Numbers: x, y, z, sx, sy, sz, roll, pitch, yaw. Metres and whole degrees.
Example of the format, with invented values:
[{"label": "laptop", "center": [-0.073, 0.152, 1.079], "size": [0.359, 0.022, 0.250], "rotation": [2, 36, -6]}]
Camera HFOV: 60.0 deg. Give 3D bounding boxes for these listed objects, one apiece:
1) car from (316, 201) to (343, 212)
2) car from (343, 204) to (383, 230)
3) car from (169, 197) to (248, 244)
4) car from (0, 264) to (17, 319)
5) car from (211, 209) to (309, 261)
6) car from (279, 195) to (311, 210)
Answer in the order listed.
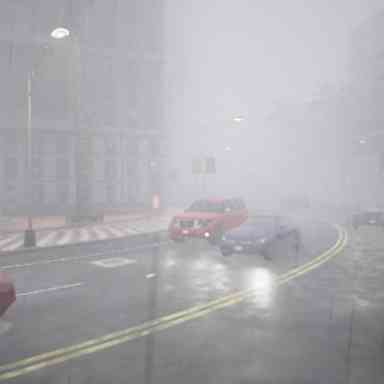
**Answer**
[{"label": "car", "center": [16.802, 1.686, 40.023], "size": [1.895, 1.301, 4.718], "rotation": [0, 0, -4]}, {"label": "car", "center": [11.246, 1.554, 21.556], "size": [1.812, 1.442, 4.674], "rotation": [0, 0, 19]}, {"label": "car", "center": [1.091, 1.307, 16.399], "size": [2.150, 2.045, 5.566], "rotation": [-1, 0, 30]}, {"label": "car", "center": [-5.289, 1.679, 4.791], "size": [4.718, 1.301, 1.895], "rotation": [0, 0, -35]}, {"label": "car", "center": [2.828, 1.578, 12.767], "size": [1.812, 1.442, 4.674], "rotation": [-1, -1, 35]}, {"label": "car", "center": [13.017, 1.354, 42.397], "size": [2.150, 2.045, 5.566], "rotation": [0, 0, -7]}]
